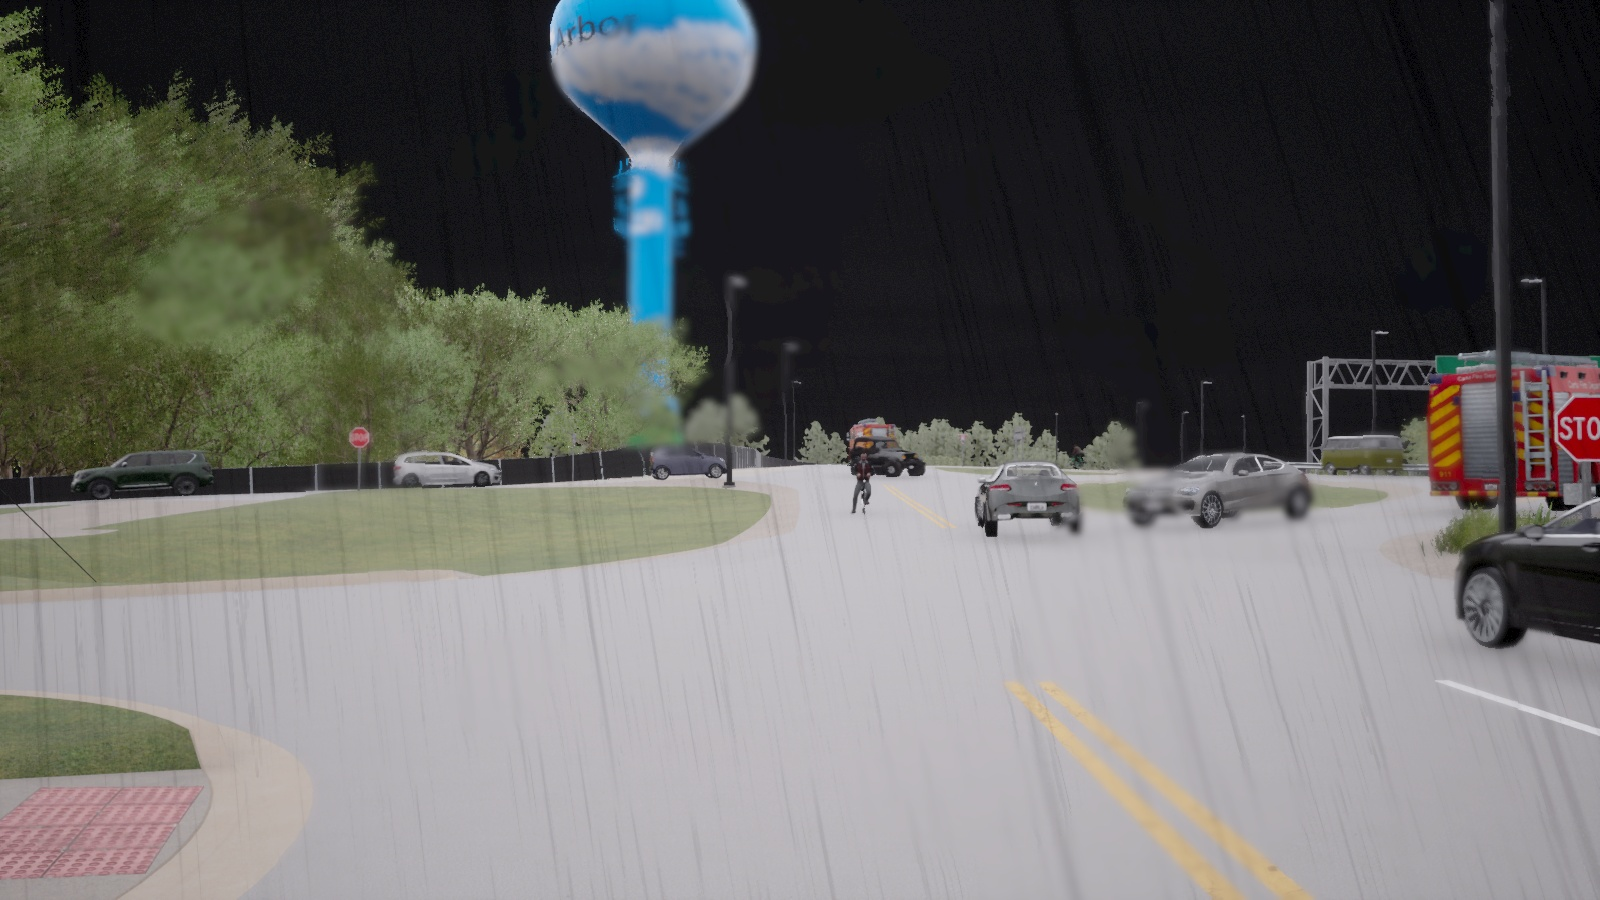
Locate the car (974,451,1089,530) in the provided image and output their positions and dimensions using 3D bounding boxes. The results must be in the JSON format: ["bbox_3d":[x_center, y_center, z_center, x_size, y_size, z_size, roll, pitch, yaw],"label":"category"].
[{"bbox_3d":[5.262,0.868,29.203,2.152,1.651,5.027,-1,0,5],"label":"car"}]

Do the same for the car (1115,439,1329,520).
[{"bbox_3d":[9.982,0.681,29.587,5.027,1.651,2.152,-2,-1,-35],"label":"car"}]

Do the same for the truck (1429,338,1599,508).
[{"bbox_3d":[19.635,-0.651,32.069,8.468,3.827,2.891,-2,-1,-38],"label":"truck"}]

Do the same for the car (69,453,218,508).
[{"bbox_3d":[-28.787,1.319,55.134,5.566,2.045,2.150,-3,0,-33],"label":"car"}]

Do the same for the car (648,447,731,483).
[{"bbox_3d":[-5.184,0.686,58.759,3.633,1.501,1.845,-2,0,-13],"label":"car"}]

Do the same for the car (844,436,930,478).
[{"bbox_3d":[4.132,0.288,60.050,1.905,1.878,3.866,-2,2,-42],"label":"car"}]

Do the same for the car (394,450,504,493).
[{"bbox_3d":[-15.706,0.957,56.471,4.611,1.667,2.242,-3,0,-13],"label":"car"}]

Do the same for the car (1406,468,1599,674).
[{"bbox_3d":[6.947,0.894,9.687,2.128,1.511,4.902,0,-1,-1],"label":"car"}]

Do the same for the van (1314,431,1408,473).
[{"bbox_3d":[27.555,0.087,61.811,1.775,1.987,4.442,0,0,-16],"label":"van"}]
